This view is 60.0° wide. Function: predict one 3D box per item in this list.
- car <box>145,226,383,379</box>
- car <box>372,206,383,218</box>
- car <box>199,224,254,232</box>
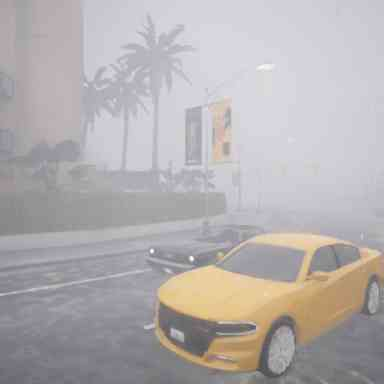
[{"bbox_3d":[1.655,1.510,5.813,5.008,1.535,1.882,0,0,-43],"label":"car"},{"bbox_3d":[18.231,1.816,30.289,1.895,1.301,4.718,0,0,8],"label":"car"},{"bbox_3d":[0.954,1.647,9.788,1.895,1.301,4.718,0,0,44],"label":"car"}]
